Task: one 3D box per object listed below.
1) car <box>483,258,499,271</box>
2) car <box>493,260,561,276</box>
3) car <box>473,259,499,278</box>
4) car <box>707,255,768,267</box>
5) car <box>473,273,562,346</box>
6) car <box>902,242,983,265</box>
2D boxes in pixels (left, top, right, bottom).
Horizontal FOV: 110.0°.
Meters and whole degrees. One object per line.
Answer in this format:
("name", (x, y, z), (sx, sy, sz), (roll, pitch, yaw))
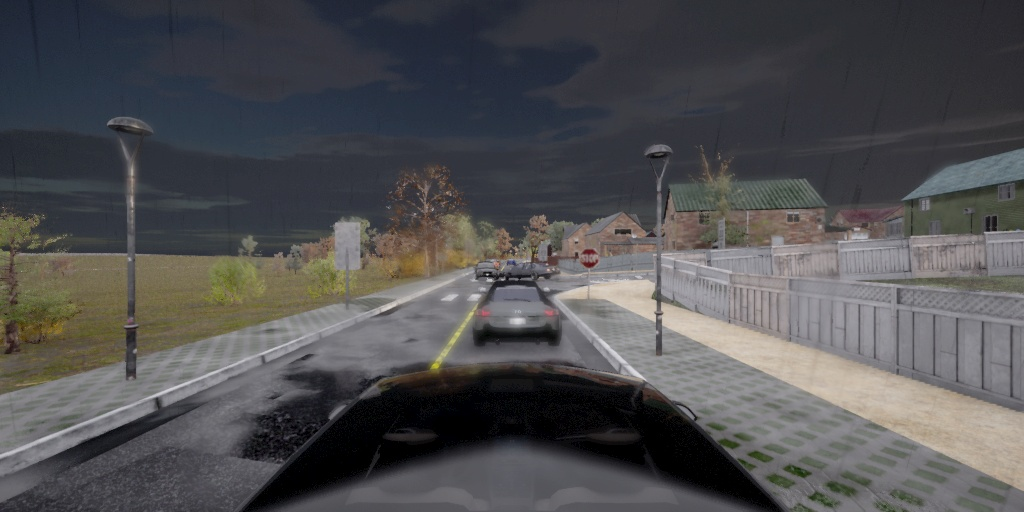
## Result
("car", (-2.949, 1.121, 51.119), (2.097, 1.767, 4.553), (0, 0, 1))
("car", (1.282, 1.198, 28.398), (5.357, 1.411, 2.033), (-4, -3, 43))
("car", (-2.312, 1.258, 31.302), (1.837, 1.490, 4.892), (0, 0, -8))
("car", (14.344, 0.413, 22.801), (4.181, 1.385, 1.994), (-3, 0, 16))
("car", (0.086, 1.313, 9.381), (1.994, 1.385, 4.181), (0, 0, -1))
("car", (23.850, -0.208, 20.399), (4.902, 1.511, 2.128), (-3, 0, 14))
